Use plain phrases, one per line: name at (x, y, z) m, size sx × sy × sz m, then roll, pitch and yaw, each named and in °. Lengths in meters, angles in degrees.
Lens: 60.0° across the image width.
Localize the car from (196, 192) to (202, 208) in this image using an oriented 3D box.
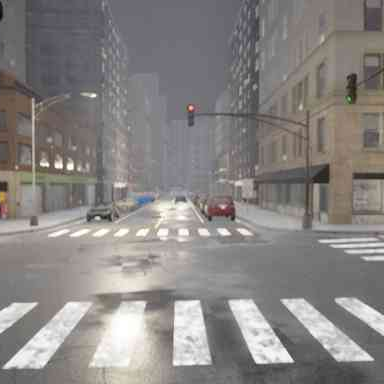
car at (1.840, 1.090, 30.614) m, size 2.192 × 1.841 × 5.009 m, roll -1°, pitch 0°, yaw -2°

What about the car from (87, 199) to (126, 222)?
car at (-6.487, 1.393, 24.741) m, size 1.947 × 1.339 × 4.313 m, roll -1°, pitch 0°, yaw -2°

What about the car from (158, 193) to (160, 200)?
car at (-7.829, 0.973, 63.817) m, size 1.967 × 1.590 × 4.097 m, roll -1°, pitch 0°, yaw -2°

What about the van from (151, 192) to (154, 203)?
van at (-7.447, 0.961, 52.652) m, size 1.690 × 1.788 × 3.998 m, roll -1°, pitch 0°, yaw -2°

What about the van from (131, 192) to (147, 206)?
van at (-7.064, 1.046, 41.487) m, size 1.690 × 1.788 × 3.998 m, roll -1°, pitch 0°, yaw -2°

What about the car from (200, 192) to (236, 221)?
car at (2.031, 1.131, 25.031) m, size 2.192 × 1.841 × 5.009 m, roll -1°, pitch 0°, yaw -2°

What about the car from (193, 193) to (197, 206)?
car at (1.457, 1.217, 41.950) m, size 1.752 × 1.417 × 4.829 m, roll -1°, pitch 0°, yaw -2°

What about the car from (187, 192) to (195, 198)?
car at (-0.249, 0.848, 92.023) m, size 2.008 × 1.369 × 4.403 m, roll -1°, pitch 1°, yaw -2°

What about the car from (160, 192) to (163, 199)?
car at (-8.212, 0.885, 74.982) m, size 1.967 × 1.590 × 4.097 m, roll -1°, pitch 0°, yaw -2°

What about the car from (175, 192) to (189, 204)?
car at (-1.823, 1.105, 54.352) m, size 1.837 × 1.490 × 4.892 m, roll 0°, pitch 0°, yaw -2°

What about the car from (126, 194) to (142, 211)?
car at (-6.865, 1.273, 35.736) m, size 1.752 × 1.417 × 4.829 m, roll -1°, pitch 0°, yaw -2°

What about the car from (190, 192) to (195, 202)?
car at (1.270, 0.966, 47.361) m, size 2.192 × 1.841 × 5.009 m, roll -1°, pitch 0°, yaw -2°

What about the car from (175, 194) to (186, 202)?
car at (-2.180, 1.067, 64.767) m, size 2.033 × 1.411 × 5.357 m, roll 0°, pitch 0°, yaw -2°

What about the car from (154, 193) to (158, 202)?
car at (-7.639, 0.892, 58.234) m, size 2.192 × 1.841 × 5.009 m, roll -1°, pitch 0°, yaw -2°

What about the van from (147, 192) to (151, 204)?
van at (-7.256, 1.004, 47.070) m, size 1.690 × 1.788 × 3.998 m, roll -1°, pitch 0°, yaw -2°

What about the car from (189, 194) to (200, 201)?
car at (0.512, 1.043, 69.693) m, size 1.947 × 1.339 × 4.313 m, roll -1°, pitch 0°, yaw -2°

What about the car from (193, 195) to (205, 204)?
car at (1.083, 1.190, 52.946) m, size 1.802 × 1.307 × 4.206 m, roll -1°, pitch 0°, yaw -2°

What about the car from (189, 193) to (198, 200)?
car at (0.322, 0.984, 75.275) m, size 2.008 × 1.369 × 4.403 m, roll -1°, pitch 0°, yaw -2°
